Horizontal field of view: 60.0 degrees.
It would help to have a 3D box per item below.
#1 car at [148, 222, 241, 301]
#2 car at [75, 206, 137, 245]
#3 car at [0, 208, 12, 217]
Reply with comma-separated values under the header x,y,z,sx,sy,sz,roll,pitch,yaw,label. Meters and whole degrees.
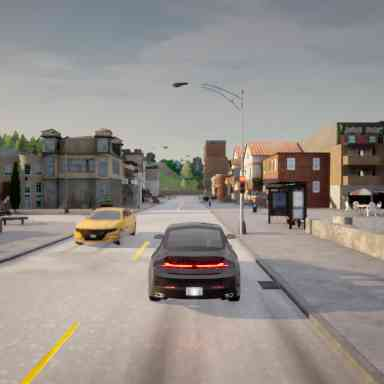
x,y,z,sx,sy,sz,roll,pitch,yaw,label
0.064,1.505,8.288,1.837,1.490,4.892,0,0,1,car
-3.855,1.477,15.650,1.882,1.535,5.008,0,0,1,car
-17.401,1.547,26.543,5.357,1.411,2.033,0,0,0,car
